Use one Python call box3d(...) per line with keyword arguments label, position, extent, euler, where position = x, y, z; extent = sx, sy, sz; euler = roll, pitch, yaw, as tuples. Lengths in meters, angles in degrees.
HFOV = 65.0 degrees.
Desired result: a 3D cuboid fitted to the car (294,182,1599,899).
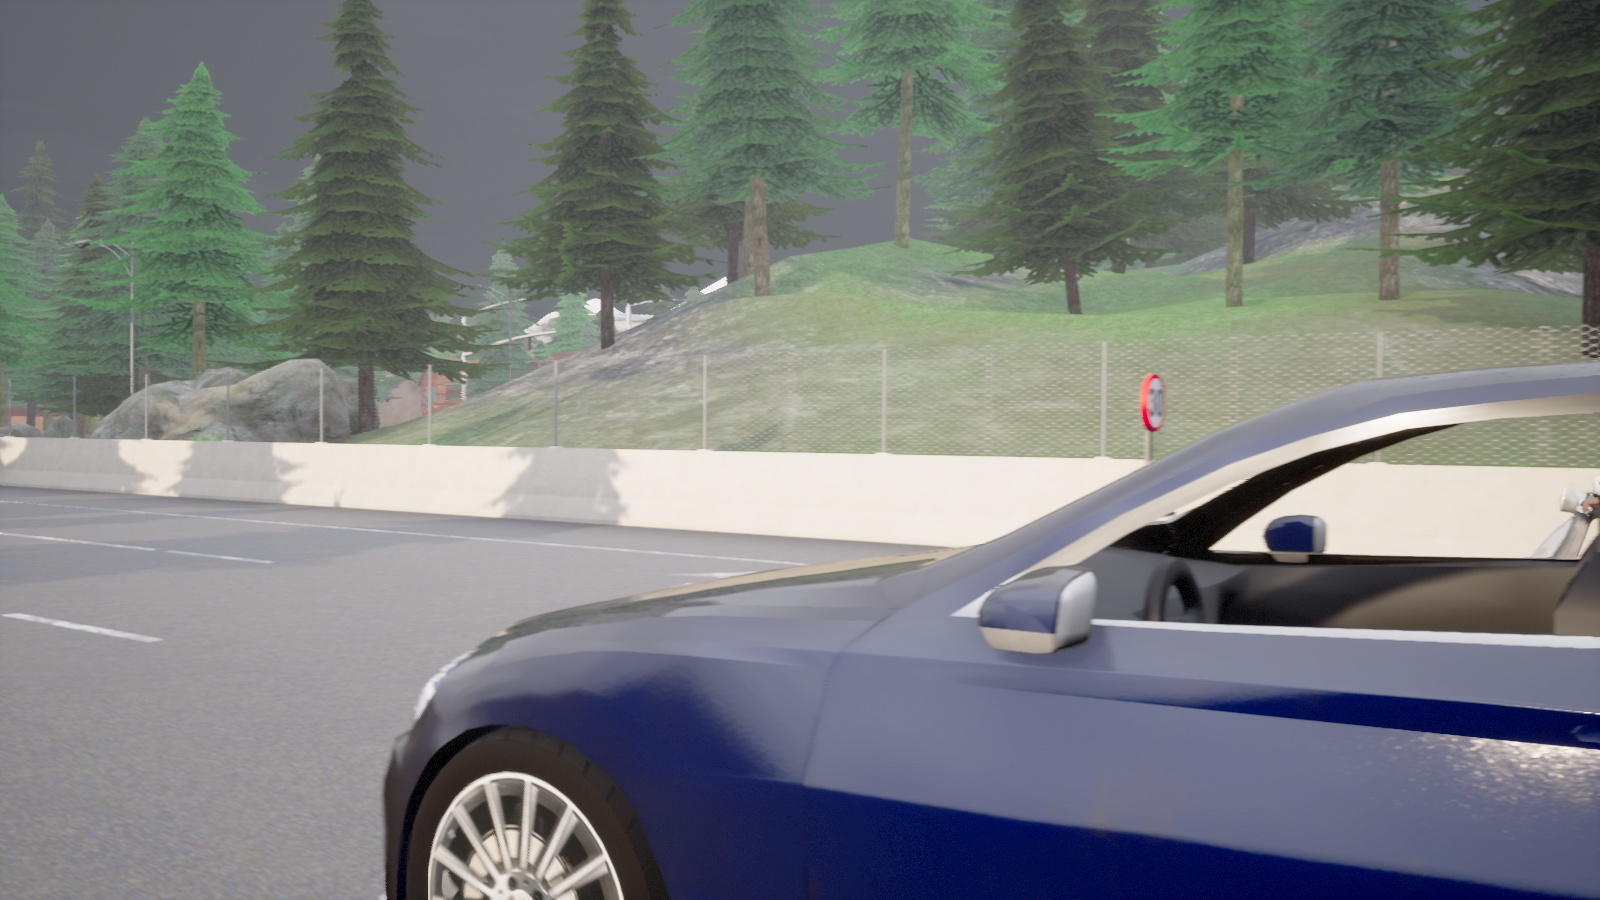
box3d(label="car", position=(1.426, 0.461, 2.672), extent=(5.027, 1.651, 2.152), euler=(0, 1, 34))
